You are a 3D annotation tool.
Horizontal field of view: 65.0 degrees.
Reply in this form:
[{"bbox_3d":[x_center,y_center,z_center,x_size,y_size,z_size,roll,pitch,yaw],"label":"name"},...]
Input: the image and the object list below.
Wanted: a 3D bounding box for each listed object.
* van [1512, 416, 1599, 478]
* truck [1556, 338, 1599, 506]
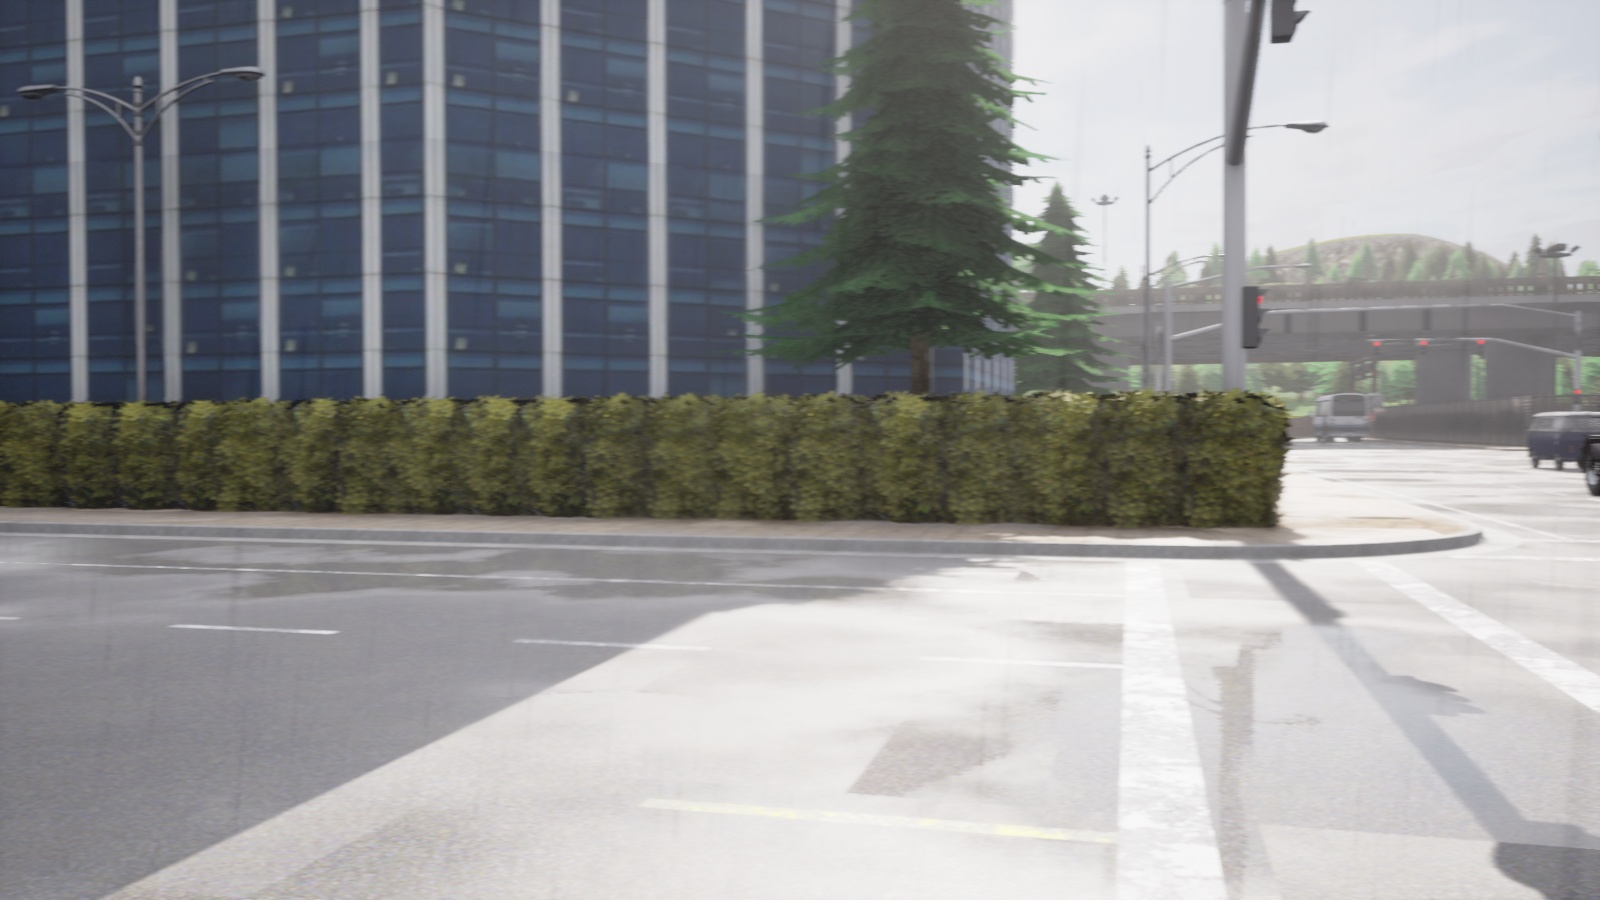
[{"bbox_3d":[26.047,-0.139,42.997,1.775,1.987,4.442,1,1,15],"label":"van"},{"bbox_3d":[17.557,-0.549,24.241,2.891,3.462,7.936,1,1,15],"label":"truck"}]
